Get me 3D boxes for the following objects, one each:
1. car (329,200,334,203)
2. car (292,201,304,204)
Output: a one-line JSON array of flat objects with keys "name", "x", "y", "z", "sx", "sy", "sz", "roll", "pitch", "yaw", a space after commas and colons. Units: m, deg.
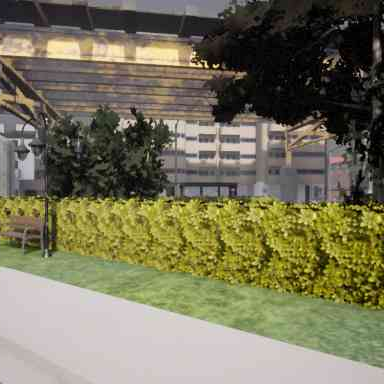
[{"name": "car", "x": 13.776, "y": 1.504, "z": 31.050, "sx": 4.892, "sy": 1.490, "sz": 1.837, "roll": 0, "pitch": 0, "yaw": -9}, {"name": "car", "x": 10.713, "y": 1.601, "z": 34.269, "sx": 4.718, "sy": 1.301, "sz": 1.895, "roll": 0, "pitch": 0, "yaw": -9}]
